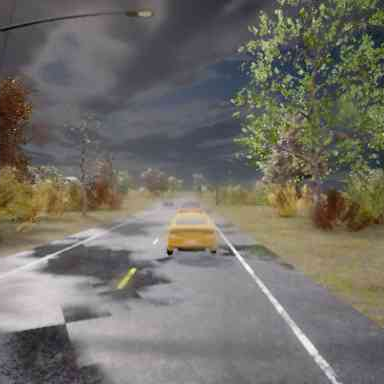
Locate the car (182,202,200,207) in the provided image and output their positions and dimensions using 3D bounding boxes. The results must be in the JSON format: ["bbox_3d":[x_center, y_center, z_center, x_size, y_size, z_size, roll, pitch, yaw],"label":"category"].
[{"bbox_3d":[-0.065,1.657,28.419,2.097,1.767,4.553,0,-1,0],"label":"car"}]

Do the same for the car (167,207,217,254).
[{"bbox_3d":[0.006,1.631,14.225,1.882,1.535,5.008,0,0,0],"label":"car"}]

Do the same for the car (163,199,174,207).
[{"bbox_3d":[-4.635,2.152,65.875,1.882,1.535,5.008,0,-1,-6],"label":"car"}]
